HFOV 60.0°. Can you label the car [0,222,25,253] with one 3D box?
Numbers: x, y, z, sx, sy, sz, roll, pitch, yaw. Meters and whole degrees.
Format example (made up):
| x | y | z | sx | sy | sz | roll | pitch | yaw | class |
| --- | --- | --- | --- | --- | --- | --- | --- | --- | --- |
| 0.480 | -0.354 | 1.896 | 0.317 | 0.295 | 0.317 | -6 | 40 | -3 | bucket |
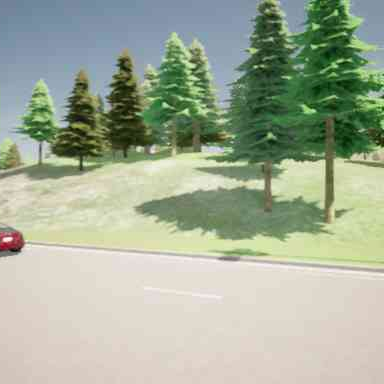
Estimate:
| x | y | z | sx | sy | sz | roll | pitch | yaw | class |
| --- | --- | --- | --- | --- | --- | --- | --- | --- | --- |
| -8.834 | 1.761 | 13.391 | 4.181 | 1.385 | 1.994 | 0 | -1 | 23 | car |
